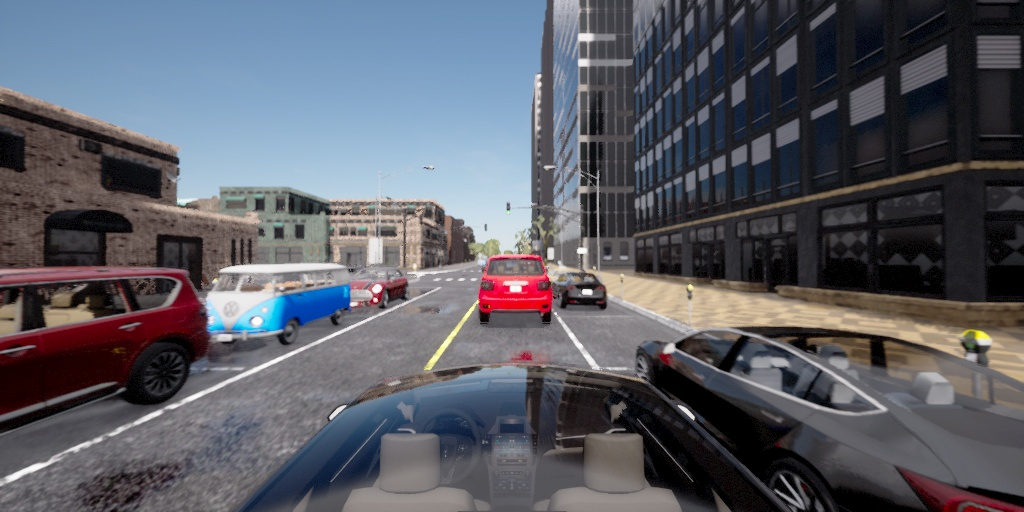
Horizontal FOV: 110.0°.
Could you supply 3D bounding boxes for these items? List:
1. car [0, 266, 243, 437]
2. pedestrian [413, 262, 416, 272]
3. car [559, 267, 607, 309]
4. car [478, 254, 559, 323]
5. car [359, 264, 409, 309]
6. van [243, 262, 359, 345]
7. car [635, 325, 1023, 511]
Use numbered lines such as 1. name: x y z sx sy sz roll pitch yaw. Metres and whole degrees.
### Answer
1. car: -5.690 1.065 3.558 2.192 1.841 5.009 0 0 0
2. pedestrian: -12.547 1.396 46.373 0.375 1.300 0.375 0 0 1
3. car: 2.657 1.318 14.792 1.948 1.339 4.313 0 0 0
4. car: 0.099 0.973 12.292 2.150 2.045 5.566 0 0 0
5. car: -5.691 1.192 14.846 1.967 1.591 4.097 0 0 0
6. van: -5.690 1.092 9.202 1.690 1.789 3.998 0 0 0
7. car: 2.658 1.316 3.503 1.948 1.339 4.313 0 0 0
